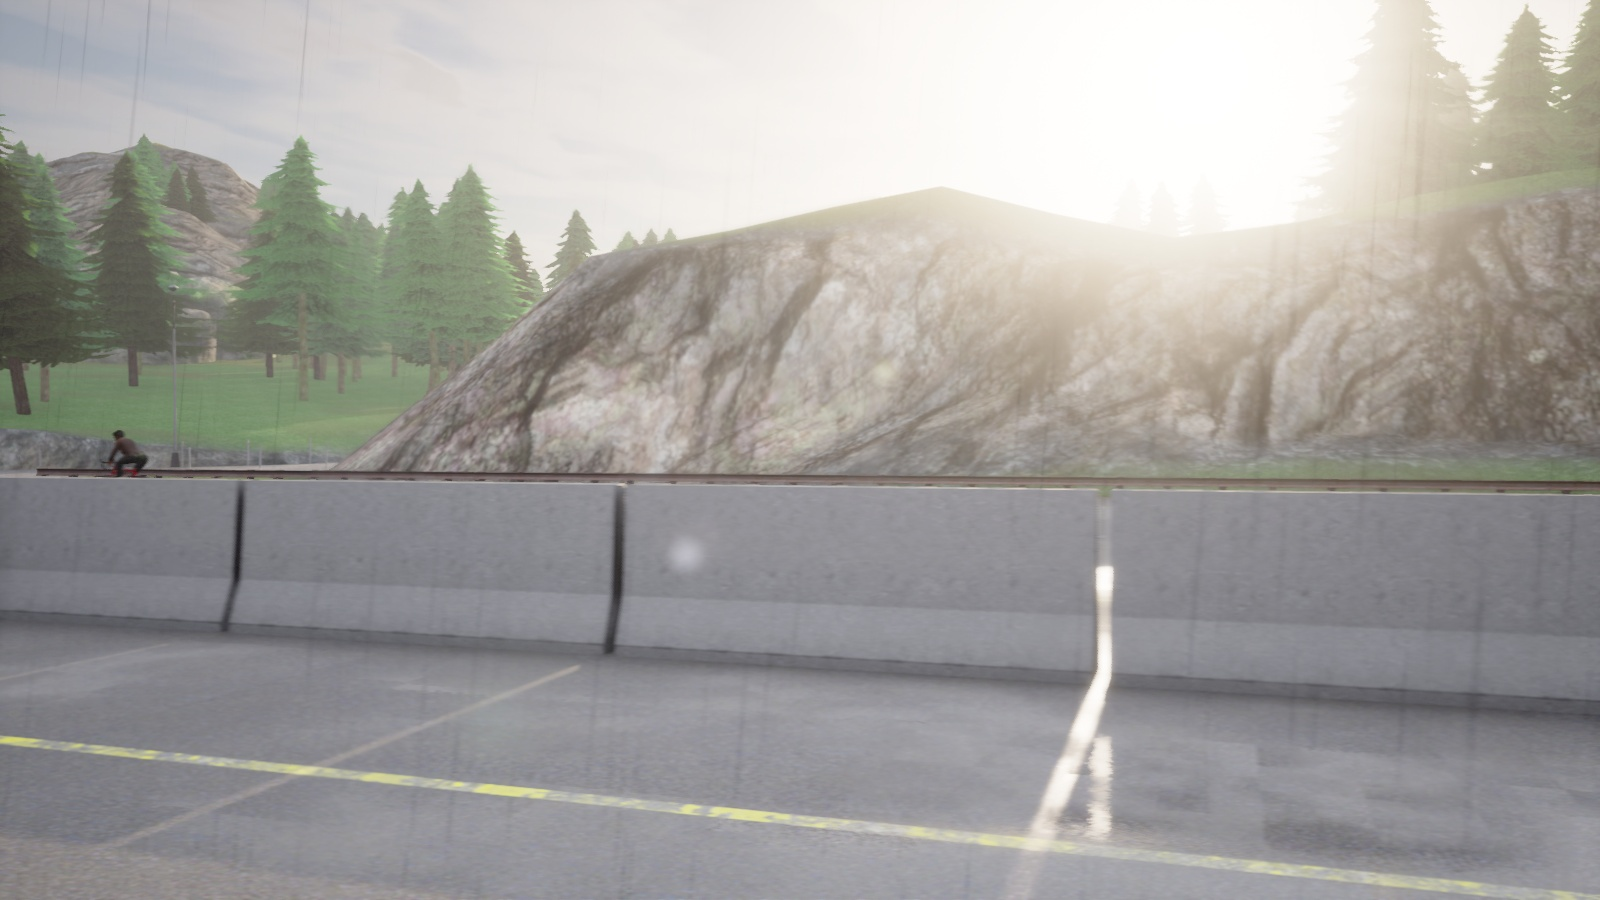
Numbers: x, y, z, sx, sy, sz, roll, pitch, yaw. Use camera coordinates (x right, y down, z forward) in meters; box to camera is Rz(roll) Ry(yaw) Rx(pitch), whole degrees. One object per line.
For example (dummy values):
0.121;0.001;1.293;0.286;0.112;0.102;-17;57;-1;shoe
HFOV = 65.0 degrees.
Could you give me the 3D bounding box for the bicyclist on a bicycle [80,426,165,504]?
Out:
-14.279;0.302;26.458;1.656;1.620;0.582;0;1;19;bicyclist on a bicycle
